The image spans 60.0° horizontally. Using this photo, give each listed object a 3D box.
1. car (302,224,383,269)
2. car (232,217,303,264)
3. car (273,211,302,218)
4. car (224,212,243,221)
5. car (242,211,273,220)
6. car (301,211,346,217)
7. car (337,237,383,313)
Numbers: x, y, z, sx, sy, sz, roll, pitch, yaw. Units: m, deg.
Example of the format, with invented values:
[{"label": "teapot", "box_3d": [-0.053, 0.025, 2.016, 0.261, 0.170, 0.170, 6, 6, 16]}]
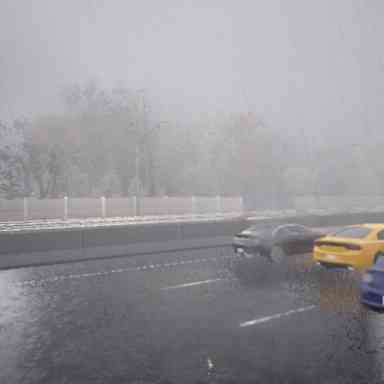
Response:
[{"label": "car", "box_3d": [6.397, 1.827, 11.488, 5.008, 1.535, 1.882, 0, -3, -31]}, {"label": "car", "box_3d": [3.964, 2.034, 14.109, 4.902, 1.511, 2.128, 0, -3, -31]}, {"label": "car", "box_3d": [11.362, 2.766, 34.962, 4.902, 1.511, 2.128, 0, -3, -31]}, {"label": "car", "box_3d": [6.168, 3.138, 40.009, 5.008, 1.535, 1.882, 0, -3, -31]}, {"label": "car", "box_3d": [8.363, 3.069, 37.243, 4.718, 1.301, 1.895, 0, -3, -31]}, {"label": "car", "box_3d": [13.264, 2.561, 32.027, 5.008, 1.535, 1.882, 0, -3, -31]}, {"label": "car", "box_3d": [5.354, 1.693, 6.807, 4.674, 1.442, 1.812, 0, -3, -31]}]
